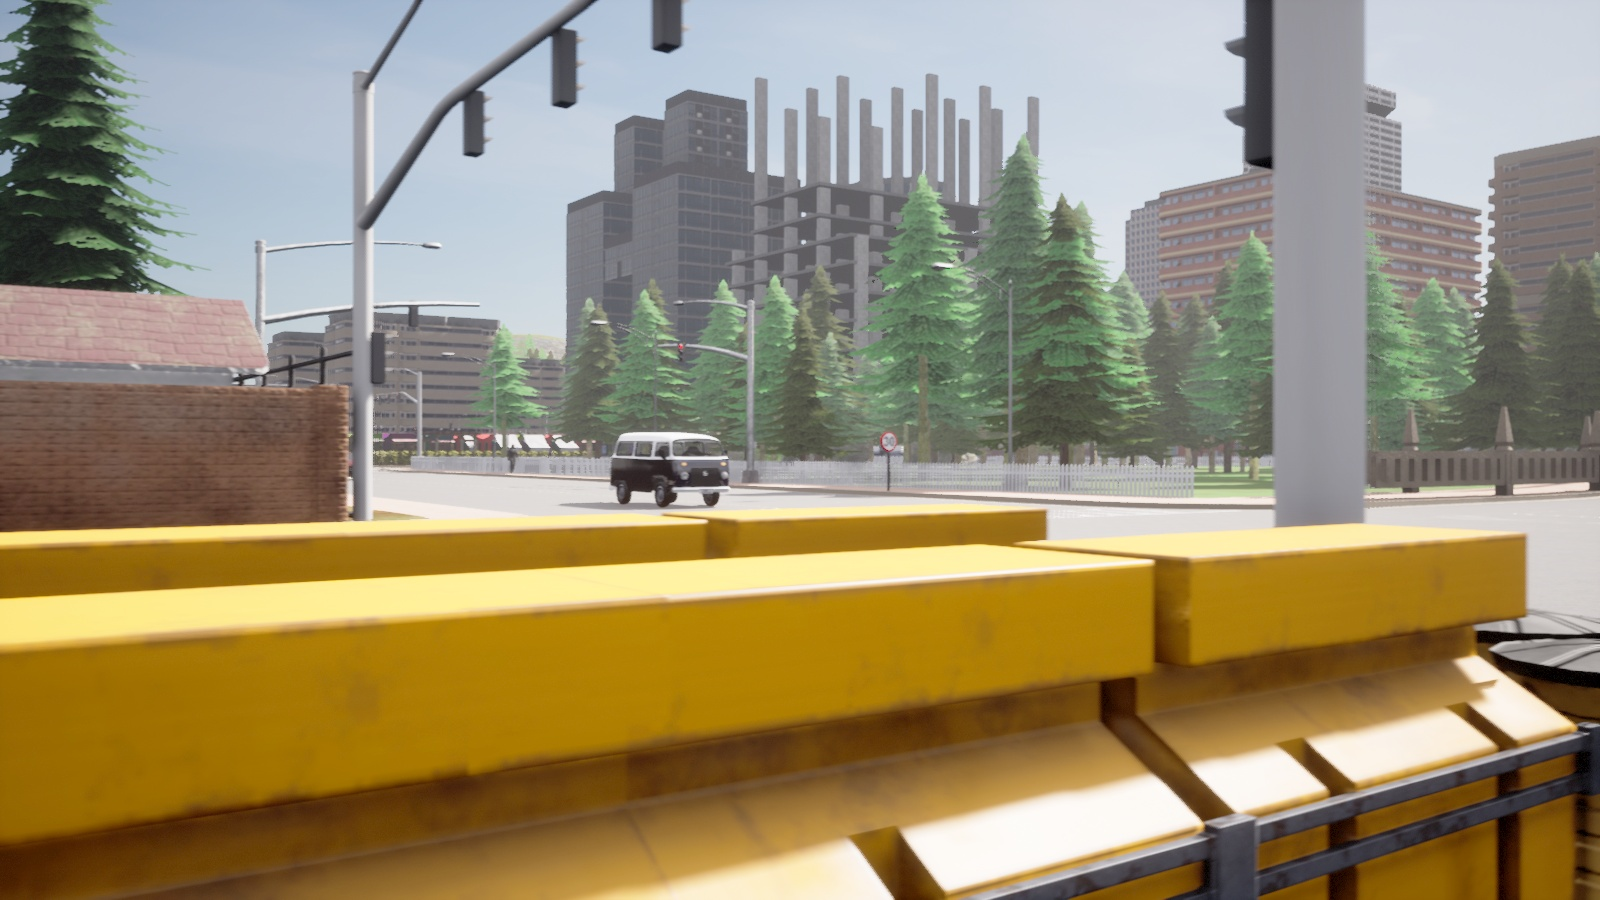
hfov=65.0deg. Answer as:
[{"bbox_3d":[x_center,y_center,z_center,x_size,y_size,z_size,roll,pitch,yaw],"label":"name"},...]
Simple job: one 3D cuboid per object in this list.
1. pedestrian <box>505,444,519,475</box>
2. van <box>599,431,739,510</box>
[{"bbox_3d":[-17.531,0.581,76.442,0.563,1.883,0.849,0,0,-33],"label":"pedestrian"},{"bbox_3d":[-3.732,0.534,35.038,2.069,2.038,4.480,0,0,-33],"label":"van"}]
